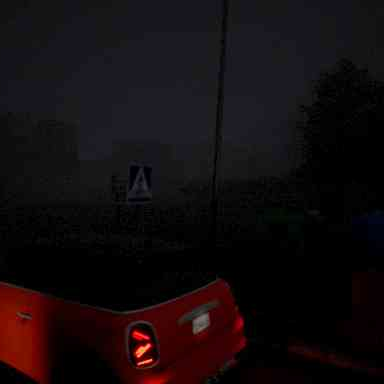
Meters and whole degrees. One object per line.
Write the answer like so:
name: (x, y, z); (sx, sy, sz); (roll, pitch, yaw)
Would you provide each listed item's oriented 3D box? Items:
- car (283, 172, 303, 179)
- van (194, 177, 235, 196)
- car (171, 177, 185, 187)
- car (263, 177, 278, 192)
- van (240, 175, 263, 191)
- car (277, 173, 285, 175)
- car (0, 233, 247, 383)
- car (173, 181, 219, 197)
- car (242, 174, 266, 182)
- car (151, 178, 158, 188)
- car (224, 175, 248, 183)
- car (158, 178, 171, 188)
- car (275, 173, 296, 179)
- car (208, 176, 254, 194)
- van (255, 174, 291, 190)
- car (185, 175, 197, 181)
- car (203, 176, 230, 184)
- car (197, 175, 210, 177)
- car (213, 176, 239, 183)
car: (25.681, -4.237, 84.800); (4.553, 1.767, 2.185); (2, 5, 32)
van: (3.049, -0.574, 45.262); (4.442, 1.987, 1.878); (4, 7, 33)
car: (-4.370, -1.702, 61.330); (4.792, 1.488, 2.163); (2, 6, 32)
car: (10.152, -1.035, 50.689); (4.553, 1.767, 2.185); (4, 7, 33)
van: (7.666, -0.954, 48.940); (4.442, 1.987, 1.878); (4, 7, 33)
car: (18.727, -3.582, 79.433); (5.008, 1.535, 2.097); (2, 5, 32)
car: (-1.626, 1.374, 4.644); (4.553, 1.767, 2.097); (-1, 0, 36)
car: (0.541, -0.171, 43.572); (5.008, 1.535, 2.097); (4, 7, 33)
car: (14.108, -3.212, 75.829); (4.892, 1.521, 2.231); (2, 6, 32)
car: (-8.932, -1.328, 57.646); (4.792, 1.488, 2.163); (2, 5, 31)
car: (9.516, -2.814, 72.207); (4.792, 1.488, 2.163); (2, 5, 32)
car: (-6.630, -1.669, 59.457); (4.553, 1.767, 2.185); (2, 5, 31)
car: (23.350, -3.902, 83.045); (4.674, 1.452, 2.002); (2, 5, 32)
car: (5.331, -0.790, 47.111); (5.566, 2.045, 2.435); (4, 7, 33)
van: (12.686, -1.312, 52.384); (4.442, 1.987, 1.878); (4, 7, 33)
car: (-2.014, -2.042, 63.112); (4.553, 1.767, 2.185); (2, 6, 32)
car: (5.041, -2.473, 68.502); (5.366, 1.575, 1.946); (2, 5, 32)
car: (0.270, -2.105, 64.973); (5.008, 1.535, 2.097); (2, 5, 32)
car: (7.181, -2.660, 70.418); (5.008, 1.535, 2.097); (2, 5, 32)
